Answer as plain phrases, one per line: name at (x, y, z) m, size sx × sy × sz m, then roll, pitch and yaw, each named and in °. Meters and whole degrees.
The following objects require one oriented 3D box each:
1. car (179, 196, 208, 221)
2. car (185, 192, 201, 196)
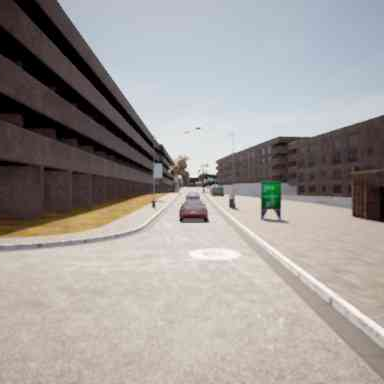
car at (0.110, 1.247, 24.039) m, size 1.994 × 1.385 × 4.181 m, roll 0°, pitch 1°, yaw 0°
car at (0.117, 0.704, 42.142) m, size 2.033 × 1.411 × 5.357 m, roll 0°, pitch 2°, yaw 0°
